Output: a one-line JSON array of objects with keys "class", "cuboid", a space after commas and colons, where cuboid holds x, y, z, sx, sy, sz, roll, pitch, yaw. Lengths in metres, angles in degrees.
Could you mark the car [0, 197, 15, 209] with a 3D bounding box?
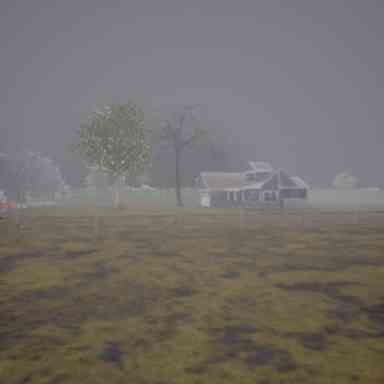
[{"class": "car", "cuboid": [-27.614, 1.624, 49.086, 2.097, 1.767, 4.553, 0, 0, -17]}]
